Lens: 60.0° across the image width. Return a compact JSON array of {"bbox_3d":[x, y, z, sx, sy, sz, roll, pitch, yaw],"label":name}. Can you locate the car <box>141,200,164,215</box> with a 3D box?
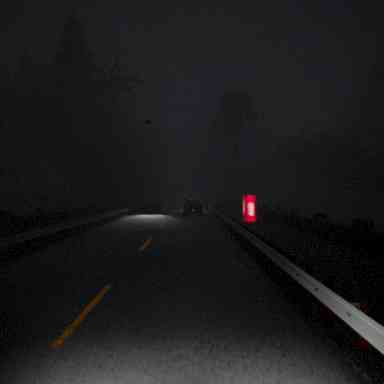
[{"bbox_3d":[-4.053,1.575,34.519,1.994,1.385,4.181,0,0,0],"label":"car"}]

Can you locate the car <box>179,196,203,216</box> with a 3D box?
[{"bbox_3d":[0.117,1.501,33.265,2.128,1.511,4.902,0,0,0],"label":"car"}]

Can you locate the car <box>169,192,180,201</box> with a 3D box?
[{"bbox_3d":[-3.961,1.057,75.450,2.150,2.045,5.566,0,0,0],"label":"car"}]

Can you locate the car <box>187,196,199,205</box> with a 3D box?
[{"bbox_3d":[0.130,1.509,59.831,2.128,1.511,4.902,0,0,0],"label":"car"}]

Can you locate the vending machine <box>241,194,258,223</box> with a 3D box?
[{"bbox_3d":[4.312,1.202,24.920,1.100,2.100,0.880,0,0,0],"label":"vending machine"}]
